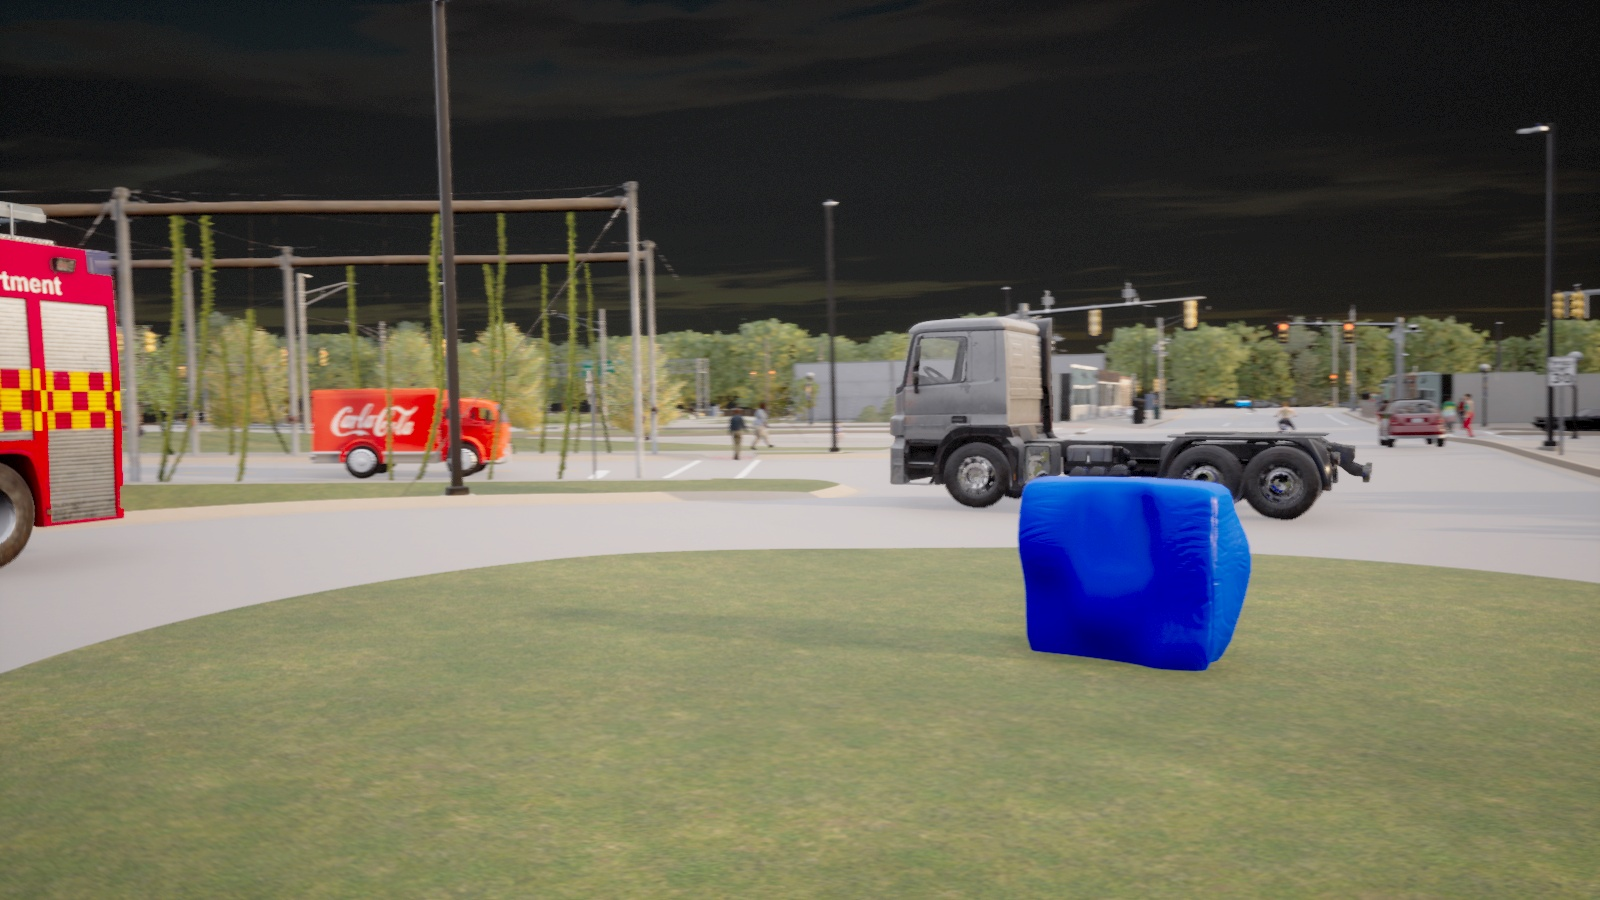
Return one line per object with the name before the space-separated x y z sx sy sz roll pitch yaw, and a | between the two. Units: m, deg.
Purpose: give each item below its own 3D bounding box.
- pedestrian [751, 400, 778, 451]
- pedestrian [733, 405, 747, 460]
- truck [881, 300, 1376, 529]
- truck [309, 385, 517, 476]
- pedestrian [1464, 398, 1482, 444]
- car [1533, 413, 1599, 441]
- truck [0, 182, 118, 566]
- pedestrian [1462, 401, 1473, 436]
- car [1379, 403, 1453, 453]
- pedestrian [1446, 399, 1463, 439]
pedestrian | -1.328 -0.936 47.078 0.900 1.855 0.874 -1 3 -5
pedestrian | -2.040 -0.591 42.543 0.370 1.835 0.726 -1 3 2
truck | 5.674 -0.663 22.039 7.936 3.462 2.891 1 2 26
truck | -10.849 -0.592 35.653 5.204 2.467 2.627 0 3 -5
pedestrian | 26.887 -1.157 50.157 0.594 1.836 0.345 1 3 30
car | 38.725 -1.105 61.286 4.718 1.301 1.895 2 3 16
truck | -10.200 -0.656 10.234 2.891 3.827 8.468 0 2 17
pedestrian | 36.033 -1.712 67.802 0.331 1.846 0.636 2 4 43
car | 20.119 -0.729 41.120 1.789 1.549 3.705 0 2 20
pedestrian | 32.078 -1.515 61.520 0.659 1.952 0.873 0 3 23
